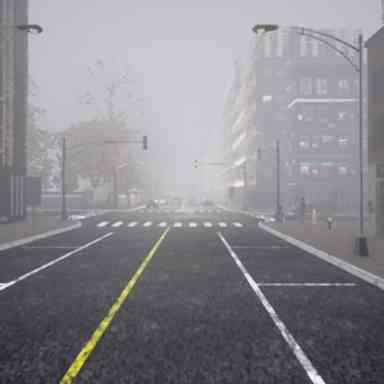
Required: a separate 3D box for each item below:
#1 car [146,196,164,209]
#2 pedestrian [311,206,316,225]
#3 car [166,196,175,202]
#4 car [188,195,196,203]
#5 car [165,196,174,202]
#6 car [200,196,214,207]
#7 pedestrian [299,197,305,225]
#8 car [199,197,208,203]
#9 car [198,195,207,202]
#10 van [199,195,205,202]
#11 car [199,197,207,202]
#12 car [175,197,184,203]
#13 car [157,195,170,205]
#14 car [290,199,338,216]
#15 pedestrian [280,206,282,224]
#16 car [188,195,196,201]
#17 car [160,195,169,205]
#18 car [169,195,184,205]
[{"bbox_3d":[-5.684,1.721,49.143,1.947,1.339,4.313,0,0,0],"label":"car"},{"bbox_3d":[8.138,1.531,22.214,0.375,1.300,0.375,0,0,0],"label":"pedestrian"},{"bbox_3d":[-5.681,1.766,88.555,1.967,1.590,4.097,0,0,0],"label":"car"},{"bbox_3d":[0.006,1.814,77.859,2.033,1.411,5.357,0,0,0],"label":"car"},{"bbox_3d":[-5.682,1.739,82.926,1.967,1.590,4.097,0,0,0],"label":"car"},{"bbox_3d":[2.697,1.722,54.773,1.887,1.381,4.507,0,0,0],"label":"car"},{"bbox_3d":[7.137,1.218,21.616,0.375,1.860,0.375,0,0,0],"label":"pedestrian"},{"bbox_3d":[2.698,1.824,77.294,2.008,1.369,4.403,0,0,0],"label":"car"},{"bbox_3d":[2.700,1.640,88.555,2.192,1.841,5.009,0,0,0],"label":"car"},{"bbox_3d":[2.698,1.540,60.405,1.690,1.788,3.998,0,0,0],"label":"van"},{"bbox_3d":[2.699,1.843,82.924,1.887,1.381,4.507,0,0,0],"label":"car"},{"bbox_3d":[-2.993,1.864,79.543,1.895,1.301,4.718,0,0,0],"label":"car"},{"bbox_3d":[-5.682,1.538,66.036,2.192,1.841,5.009,0,0,0],"label":"car"},{"bbox_3d":[13.469,1.709,36.820,5.009,1.841,2.192,1,-1,-1],"label":"car"},{"bbox_3d":[6.137,1.204,22.816,0.375,1.860,0.375,0,0,0],"label":"pedestrian"},{"bbox_3d":[0.008,1.556,88.249,2.097,1.767,4.553,0,0,0],"label":"car"},{"bbox_3d":[-5.683,1.724,60.235,1.752,1.417,4.829,0,0,0],"label":"car"},{"bbox_3d":[-3.009,1.740,64.051,1.812,1.442,4.674,0,0,0],"label":"car"}]
